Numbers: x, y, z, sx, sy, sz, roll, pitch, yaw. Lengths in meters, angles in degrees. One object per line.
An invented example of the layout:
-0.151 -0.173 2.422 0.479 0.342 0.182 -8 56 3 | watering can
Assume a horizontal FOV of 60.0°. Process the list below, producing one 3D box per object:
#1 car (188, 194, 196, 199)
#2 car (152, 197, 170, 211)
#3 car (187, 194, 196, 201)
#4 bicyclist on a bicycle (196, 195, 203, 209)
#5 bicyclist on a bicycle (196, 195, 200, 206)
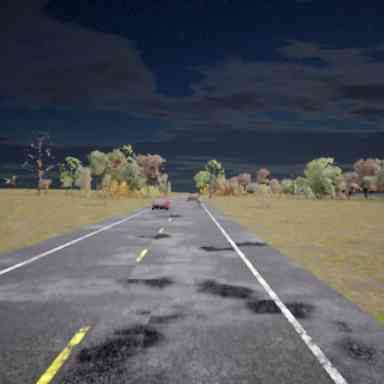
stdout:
-0.014 1.151 86.057 2.033 1.411 5.357 0 0 0 | car
-3.597 1.369 39.181 1.882 1.535 5.008 0 0 0 | car
-0.012 1.313 74.346 1.812 1.442 4.674 0 0 0 | car
0.962 1.320 42.232 0.866 1.612 1.509 0 -1 0 | bicyclist on a bicycle
0.954 1.311 50.709 0.582 1.620 1.656 0 0 0 | bicyclist on a bicycle
